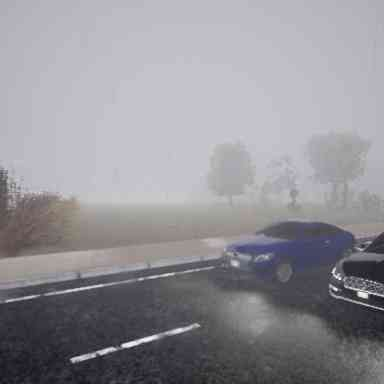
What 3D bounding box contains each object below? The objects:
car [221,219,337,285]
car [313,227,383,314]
[{"bbox_3d":[2.993,1.542,9.700,4.674,1.442,1.812,0,0,-35],"label":"car"},{"bbox_3d":[4.935,1.524,7.106,4.892,1.490,1.837,0,0,-35],"label":"car"}]
